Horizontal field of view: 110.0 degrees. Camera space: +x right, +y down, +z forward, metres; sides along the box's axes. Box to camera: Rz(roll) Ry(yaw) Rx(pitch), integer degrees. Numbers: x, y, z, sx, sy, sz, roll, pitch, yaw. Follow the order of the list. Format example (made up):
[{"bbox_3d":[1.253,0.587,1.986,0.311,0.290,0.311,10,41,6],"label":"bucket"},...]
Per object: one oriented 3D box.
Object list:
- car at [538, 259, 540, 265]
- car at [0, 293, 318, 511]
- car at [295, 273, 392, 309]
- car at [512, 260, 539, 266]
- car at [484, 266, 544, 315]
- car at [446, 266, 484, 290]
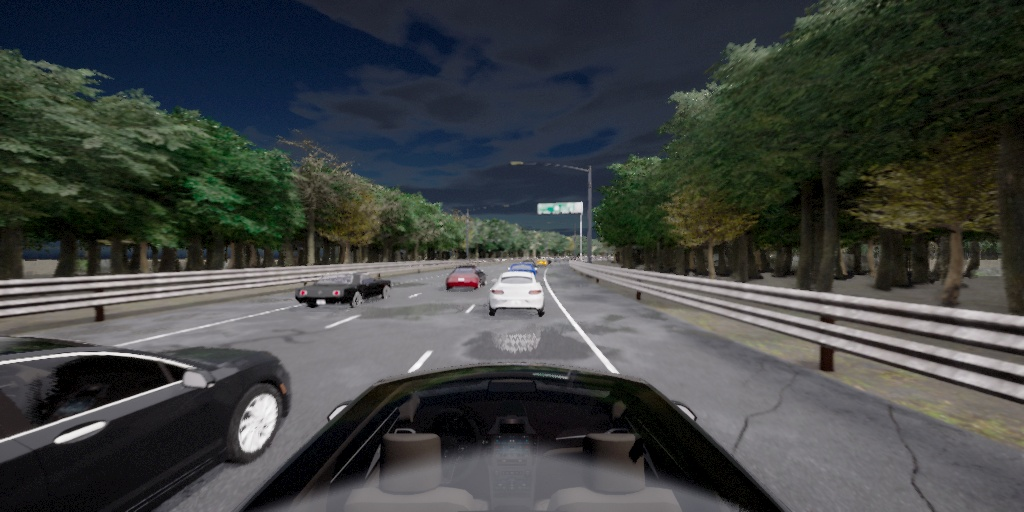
[{"bbox_3d":[1.952,1.261,40.577,1.837,1.490,4.892,0,0,6],"label":"car"},{"bbox_3d":[-3.398,1.249,2.062,1.837,1.490,4.892,0,0,0],"label":"car"},{"bbox_3d":[-6.678,1.344,14.908,1.895,1.301,4.718,0,0,2],"label":"car"},{"bbox_3d":[0.714,1.237,24.922,1.882,1.535,5.008,0,0,3],"label":"car"},{"bbox_3d":[0.200,1.284,13.447,1.812,1.442,4.674,0,0,2],"label":"car"},{"bbox_3d":[-2.807,1.315,22.658,1.994,1.385,4.181,0,0,3],"label":"car"}]
